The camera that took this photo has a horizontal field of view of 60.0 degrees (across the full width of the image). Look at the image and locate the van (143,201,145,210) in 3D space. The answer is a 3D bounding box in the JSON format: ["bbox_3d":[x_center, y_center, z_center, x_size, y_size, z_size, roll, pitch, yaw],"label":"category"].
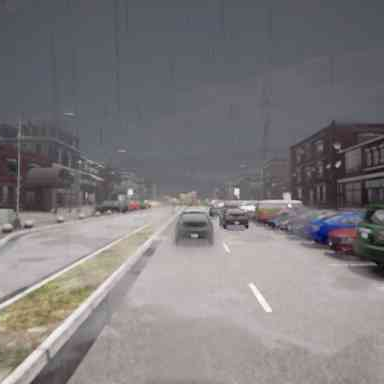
[{"bbox_3d":[-12.937,2.878,70.300,4.442,1.987,1.878,0,-1,0],"label":"van"}]

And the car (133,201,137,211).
[{"bbox_3d":[-12.842,2.861,59.306,4.792,1.488,2.163,0,-2,0],"label":"car"}]

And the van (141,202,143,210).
[{"bbox_3d":[-12.949,2.815,67.647,4.442,1.987,1.878,0,-1,0],"label":"van"}]

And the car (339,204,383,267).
[{"bbox_3d":[7.676,1.356,9.637,5.566,2.045,2.435,0,-1,0],"label":"car"}]

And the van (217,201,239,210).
[{"bbox_3d":[7.575,2.882,70.277,4.442,1.987,1.878,0,-1,0],"label":"van"}]

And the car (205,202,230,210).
[{"bbox_3d":[3.124,2.361,42.066,2.128,1.511,4.902,0,-2,0],"label":"car"}]

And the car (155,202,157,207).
[{"bbox_3d":[-12.772,3.527,89.871,5.008,1.535,2.097,0,-1,0],"label":"car"}]

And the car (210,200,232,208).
[{"bbox_3d":[7.734,3.282,89.579,5.566,2.045,2.435,0,-1,0],"label":"car"}]

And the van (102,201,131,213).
[{"bbox_3d":[-12.769,2.528,56.407,4.442,1.987,1.878,0,-2,0],"label":"van"}]

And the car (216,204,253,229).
[{"bbox_3d":[3.111,1.931,25.373,1.837,1.490,4.892,0,-1,0],"label":"car"}]

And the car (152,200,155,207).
[{"bbox_3d":[-12.781,3.468,86.968,4.892,1.521,2.231,0,-1,0],"label":"car"}]

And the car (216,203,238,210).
[{"bbox_3d":[7.691,3.213,73.029,4.674,1.452,2.002,0,-1,0],"label":"car"}]

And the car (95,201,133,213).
[{"bbox_3d":[-12.930,2.427,53.633,5.566,2.045,2.435,0,-2,0],"label":"car"}]

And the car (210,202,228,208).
[{"bbox_3d":[7.738,3.687,95.084,4.792,1.488,2.163,0,-1,0],"label":"car"}]

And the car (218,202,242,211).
[{"bbox_3d":[7.720,2.916,67.518,4.553,1.767,2.185,0,-1,0],"label":"car"}]

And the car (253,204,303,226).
[{"bbox_3d":[7.665,1.925,26.167,5.008,1.535,2.097,0,-1,0],"label":"car"}]

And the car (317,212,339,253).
[{"bbox_3d":[7.654,1.651,12.389,5.008,1.535,2.097,0,-1,0],"label":"car"}]

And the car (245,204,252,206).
[{"bbox_3d":[7.666,2.100,31.676,4.674,1.452,2.002,0,-2,0],"label":"car"}]

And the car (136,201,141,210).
[{"bbox_3d":[-12.885,2.648,61.966,5.566,2.045,2.435,0,-1,0],"label":"car"}]

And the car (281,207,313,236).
[{"bbox_3d":[7.659,1.751,17.901,4.892,1.521,2.231,0,-1,0],"label":"car"}]

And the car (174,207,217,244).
[{"bbox_3d":[0.112,1.763,17.340,1.837,1.490,4.892,0,-1,0],"label":"car"}]

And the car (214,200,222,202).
[{"bbox_3d":[7.659,2.722,64.763,5.566,2.045,2.435,0,-1,0],"label":"car"}]

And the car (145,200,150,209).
[{"bbox_3d":[-12.781,2.919,73.199,5.566,2.045,2.435,0,-1,0],"label":"car"}]

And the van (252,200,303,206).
[{"bbox_3d":[7.777,1.762,28.806,4.442,1.987,1.878,0,-1,0],"label":"van"}]

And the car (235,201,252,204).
[{"bbox_3d":[7.636,1.881,34.442,5.566,2.045,2.435,0,-2,0],"label":"car"}]

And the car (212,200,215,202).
[{"bbox_3d":[7.883,3.294,78.545,5.366,1.575,1.946,0,-1,0],"label":"car"}]

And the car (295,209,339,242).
[{"bbox_3d":[7.646,1.699,15.145,5.008,1.535,2.097,0,-1,0],"label":"car"}]

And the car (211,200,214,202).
[{"bbox_3d":[7.670,3.291,84.062,4.553,1.767,2.185,0,-1,0],"label":"car"}]

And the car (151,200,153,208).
[{"bbox_3d":[-12.784,3.351,81.409,5.008,1.535,2.097,0,-1,0],"label":"car"}]

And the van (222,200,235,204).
[{"bbox_3d":[7.798,2.534,56.489,4.442,1.987,1.878,0,-1,0],"label":"van"}]

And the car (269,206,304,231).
[{"bbox_3d":[7.662,1.806,20.656,4.892,1.521,2.231,0,-1,0],"label":"car"}]
